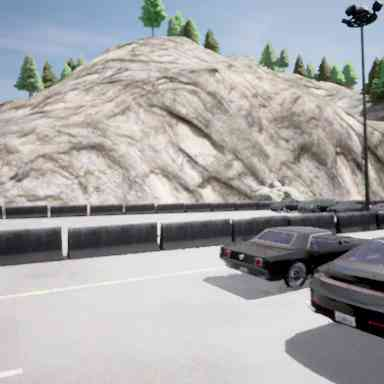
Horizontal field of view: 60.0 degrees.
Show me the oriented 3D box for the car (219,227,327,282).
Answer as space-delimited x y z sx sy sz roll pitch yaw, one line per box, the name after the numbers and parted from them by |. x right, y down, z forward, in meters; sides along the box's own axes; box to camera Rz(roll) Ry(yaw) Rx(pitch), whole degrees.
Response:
3.182 1.629 9.183 4.718 1.301 1.895 0 0 -30 | car

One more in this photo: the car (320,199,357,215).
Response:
14.945 1.664 32.318 4.181 1.385 1.994 0 0 -30 | car

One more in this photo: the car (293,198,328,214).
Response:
13.438 1.461 35.488 4.553 1.767 2.097 0 0 -30 | car

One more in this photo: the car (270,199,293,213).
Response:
11.106 1.622 38.186 4.892 1.490 1.837 0 0 -30 | car

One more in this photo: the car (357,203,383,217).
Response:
17.034 1.655 29.481 4.181 1.385 1.994 0 0 -30 | car

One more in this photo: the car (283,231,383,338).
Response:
4.173 1.510 5.716 4.902 1.511 2.128 0 0 -30 | car
